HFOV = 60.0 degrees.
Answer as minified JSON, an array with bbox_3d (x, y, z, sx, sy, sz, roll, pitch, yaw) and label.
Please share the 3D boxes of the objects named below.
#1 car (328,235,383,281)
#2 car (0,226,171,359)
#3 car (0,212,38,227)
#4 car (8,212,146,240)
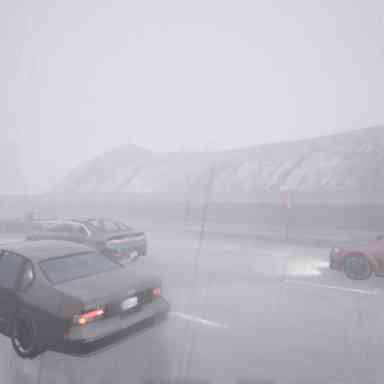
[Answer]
[{"bbox_3d":[5.760,1.567,8.491,4.181,1.385,1.994,-1,0,35],"label":"car"},{"bbox_3d":[-2.906,1.615,6.068,5.357,1.411,2.033,-1,0,36],"label":"car"},{"bbox_3d":[-9.182,1.815,19.150,4.718,1.301,1.895,-1,0,36],"label":"car"},{"bbox_3d":[-3.637,1.598,10.890,4.902,1.511,2.128,-1,0,36],"label":"car"}]
